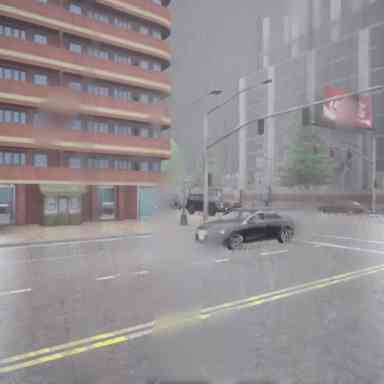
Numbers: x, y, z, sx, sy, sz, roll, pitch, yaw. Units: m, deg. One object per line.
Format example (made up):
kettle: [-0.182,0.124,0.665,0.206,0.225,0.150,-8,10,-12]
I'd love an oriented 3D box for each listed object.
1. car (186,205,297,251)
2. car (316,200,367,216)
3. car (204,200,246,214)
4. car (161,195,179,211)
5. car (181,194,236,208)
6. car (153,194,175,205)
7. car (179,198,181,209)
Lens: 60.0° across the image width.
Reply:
car: [2.385,1.491,14.143,4.902,1.511,2.128,0,0,-35]
car: [14.667,1.524,32.753,1.812,1.442,4.674,-1,1,-42]
car: [3.502,1.599,36.150,1.895,1.301,4.718,0,0,-35]
car: [-3.954,1.351,40.696,2.097,1.767,4.553,0,0,-35]
car: [1.579,1.221,32.791,2.150,2.045,5.566,0,0,-35]
car: [-5.174,1.350,61.095,2.097,1.767,4.553,0,0,-35]
car: [-1.859,1.490,43.809,2.128,1.511,4.902,0,0,-35]
